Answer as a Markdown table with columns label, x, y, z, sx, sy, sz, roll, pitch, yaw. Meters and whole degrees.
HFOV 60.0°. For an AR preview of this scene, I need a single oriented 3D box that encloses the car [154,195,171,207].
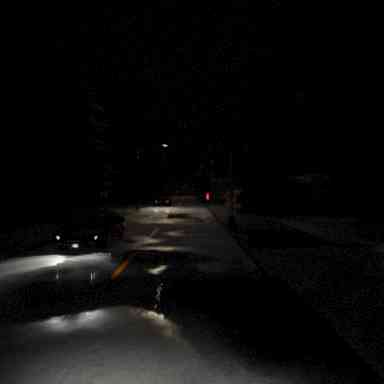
| label | x | y | z | sx | sy | sz | roll | pitch | yaw |
| --- | --- | --- | --- | --- | --- | --- | --- | --- | --- |
| car | -4.092 | 1.247 | 47.397 | 2.097 | 1.767 | 4.553 | 0 | 0 | 1 |

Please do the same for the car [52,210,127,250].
| label | x | y | z | sx | sy | sz | roll | pitch | yaw |
| --- | --- | --- | --- | --- | --- | --- | --- | --- | --- |
| car | -4.114 | 1.515 | 14.400 | 2.033 | 1.411 | 5.357 | 0 | 0 | 0 |
